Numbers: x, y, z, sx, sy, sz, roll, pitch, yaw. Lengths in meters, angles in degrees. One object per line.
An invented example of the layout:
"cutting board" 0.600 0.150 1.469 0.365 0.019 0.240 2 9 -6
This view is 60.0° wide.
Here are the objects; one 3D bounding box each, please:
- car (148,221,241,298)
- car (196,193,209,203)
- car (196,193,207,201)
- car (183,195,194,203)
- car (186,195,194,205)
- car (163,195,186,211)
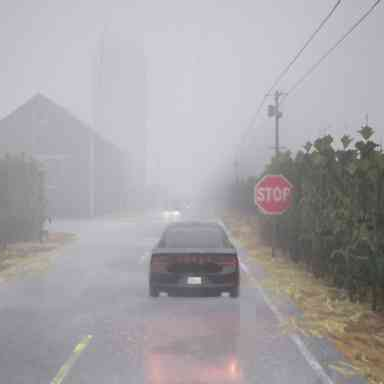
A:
"car" 0.057 1.472 8.580 1.882 1.535 5.008 0 0 0
"car" 2.488 1.451 68.497 2.128 1.511 4.902 0 0 -1
"car" 2.251 1.139 78.603 2.097 1.767 4.553 0 0 -4
"car" -0.719 1.469 71.776 2.128 1.511 4.902 0 0 1
"car" -1.323 1.317 56.499 2.097 1.767 4.553 0 0 4
"car" -2.365 1.467 41.295 2.128 1.511 4.902 0 0 4
